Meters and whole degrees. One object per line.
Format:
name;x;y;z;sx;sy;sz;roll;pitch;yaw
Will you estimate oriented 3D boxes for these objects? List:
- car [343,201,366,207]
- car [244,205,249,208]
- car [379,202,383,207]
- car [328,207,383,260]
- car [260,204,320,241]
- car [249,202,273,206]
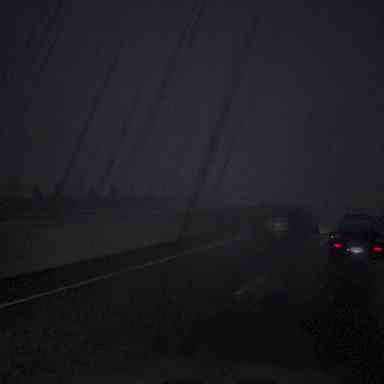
car;17.122;1.778;35.172;2.128;1.511;4.902;0;-3;33
car;9.280;2.296;49.035;1.812;1.442;4.674;0;-5;33
car;18.310;1.616;30.556;1.882;1.535;5.008;0;-3;33
car;5.909;1.456;11.329;1.812;1.442;4.674;0;1;33
car;4.875;1.457;16.185;1.994;1.385;4.181;0;1;33
car;9.557;1.994;43.092;1.895;1.301;4.718;0;-4;33
